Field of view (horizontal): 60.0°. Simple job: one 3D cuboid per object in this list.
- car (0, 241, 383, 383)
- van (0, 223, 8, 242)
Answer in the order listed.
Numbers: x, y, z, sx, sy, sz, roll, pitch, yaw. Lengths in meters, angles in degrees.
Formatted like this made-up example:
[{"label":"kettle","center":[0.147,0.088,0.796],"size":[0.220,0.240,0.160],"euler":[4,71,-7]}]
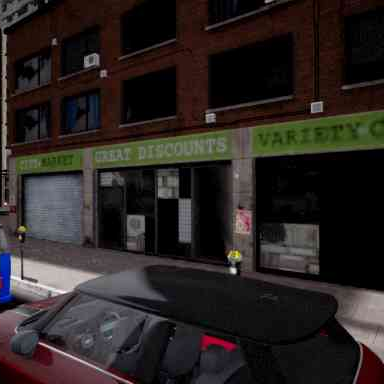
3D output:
[{"label":"car","center":[-0.490,1.440,3.075],"size":[4.097,1.590,1.967],"euler":[0,0,35]},{"label":"van","center":[-5.123,1.343,6.379],"size":[3.998,1.788,1.690],"euler":[0,0,35]}]
